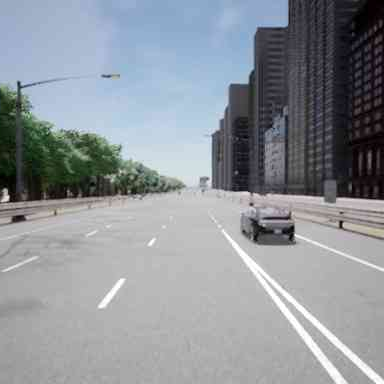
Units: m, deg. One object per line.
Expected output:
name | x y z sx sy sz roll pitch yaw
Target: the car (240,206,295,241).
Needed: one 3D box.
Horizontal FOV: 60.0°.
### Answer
car | 3.566 1.438 16.314 2.128 1.511 4.902 0 0 -1
